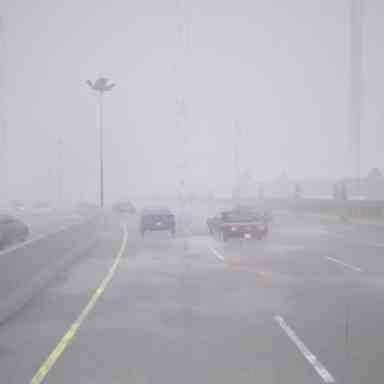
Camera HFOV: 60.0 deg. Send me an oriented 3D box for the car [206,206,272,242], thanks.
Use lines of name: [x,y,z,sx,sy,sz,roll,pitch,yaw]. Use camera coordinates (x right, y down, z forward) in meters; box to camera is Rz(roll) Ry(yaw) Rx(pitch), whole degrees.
car: [2.013,1.592,16.431,1.895,1.301,4.718,-1,0,-10]

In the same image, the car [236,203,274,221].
car: [4.029,1.519,24.133,2.033,1.411,5.357,-1,0,-13]

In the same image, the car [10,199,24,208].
car: [-29.511,1.858,56.074,1.882,1.535,5.008,-1,0,-29]

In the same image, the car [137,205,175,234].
car: [-2.181,1.512,19.581,1.882,1.535,5.008,0,0,-12]

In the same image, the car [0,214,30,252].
car: [-8.475,1.655,14.118,1.994,1.385,4.181,0,0,-9]

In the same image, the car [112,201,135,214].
car: [-7.681,1.666,37.347,1.994,1.385,4.181,-1,0,-22]

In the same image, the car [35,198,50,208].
car: [-24.006,1.786,53.444,1.882,1.535,5.008,-1,0,-29]
